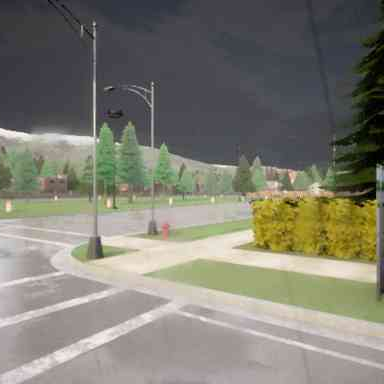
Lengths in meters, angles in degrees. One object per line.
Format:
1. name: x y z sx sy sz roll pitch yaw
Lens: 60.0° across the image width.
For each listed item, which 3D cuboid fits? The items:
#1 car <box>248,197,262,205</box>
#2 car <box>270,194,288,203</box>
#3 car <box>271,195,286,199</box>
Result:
1. car: 11.887 1.588 59.473 1.895 1.301 4.718 0 0 36
2. car: 17.731 1.341 67.546 2.097 1.767 4.553 0 0 36
3. car: 15.179 1.515 58.055 1.812 1.442 4.674 0 0 36
